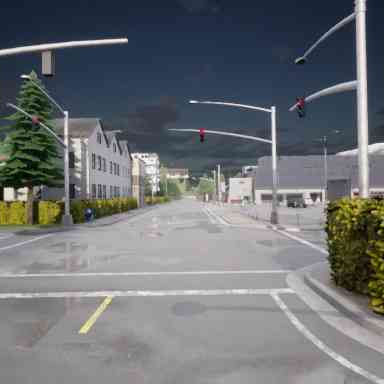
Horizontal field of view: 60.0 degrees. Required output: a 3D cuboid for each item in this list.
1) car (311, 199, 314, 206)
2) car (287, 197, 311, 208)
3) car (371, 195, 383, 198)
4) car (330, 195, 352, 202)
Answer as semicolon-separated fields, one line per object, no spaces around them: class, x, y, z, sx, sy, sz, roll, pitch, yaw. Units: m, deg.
car;19.059;1.573;56.231;1.970;1.475;3.806;-1;-1;0
car;15.416;1.629;49.172;2.007;1.523;4.514;-1;-1;0
car;19.112;1.183;31.306;1.905;1.878;3.866;-1;-1;0
car;25.474;1.398;56.573;2.152;1.636;5.027;-1;-1;0
